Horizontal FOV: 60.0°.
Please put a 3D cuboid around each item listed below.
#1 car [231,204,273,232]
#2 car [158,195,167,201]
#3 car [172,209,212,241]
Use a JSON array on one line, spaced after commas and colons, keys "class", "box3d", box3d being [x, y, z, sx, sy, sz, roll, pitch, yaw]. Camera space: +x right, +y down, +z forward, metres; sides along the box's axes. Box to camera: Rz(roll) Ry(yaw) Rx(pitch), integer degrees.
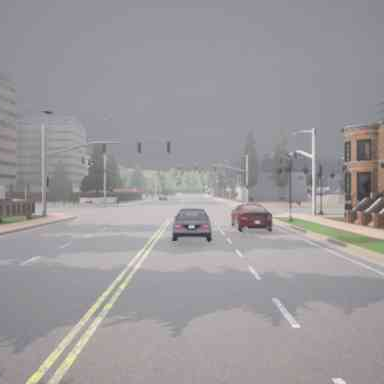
[{"class": "car", "box3d": [3.523, 1.466, 20.284, 1.882, 1.535, 5.008, 0, 0, 0]}, {"class": "car", "box3d": [-7.189, 1.432, 82.153, 1.882, 1.535, 5.008, 0, 0, 0]}, {"class": "car", "box3d": [0.006, 1.538, 16.729, 2.033, 1.411, 5.357, 0, 0, 0]}]
